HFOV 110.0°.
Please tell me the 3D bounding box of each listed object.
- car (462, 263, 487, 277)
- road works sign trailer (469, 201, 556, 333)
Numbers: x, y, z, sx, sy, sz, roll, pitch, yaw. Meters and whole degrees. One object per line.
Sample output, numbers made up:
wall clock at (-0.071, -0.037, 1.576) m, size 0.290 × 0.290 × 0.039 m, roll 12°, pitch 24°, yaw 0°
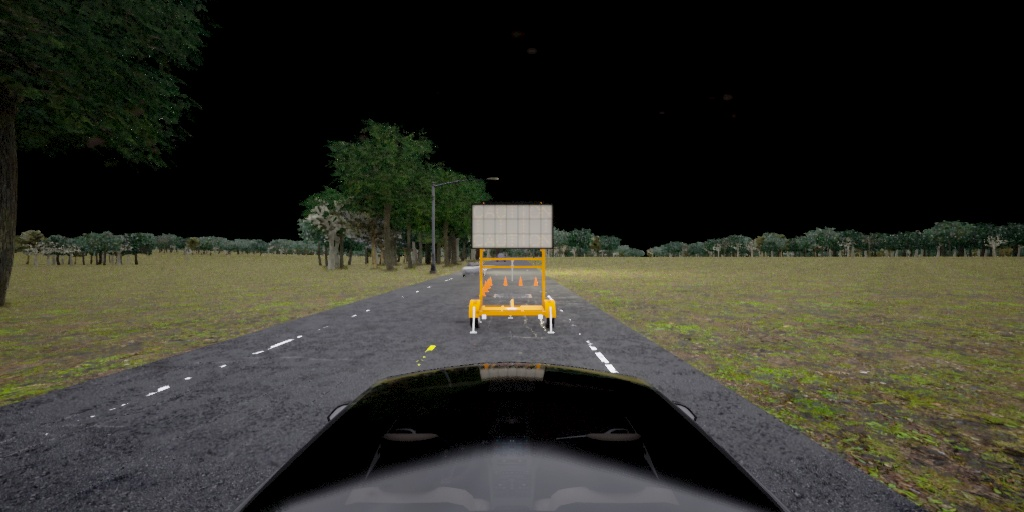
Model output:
car at (-3.473, 1.274, 33.489) m, size 1.895 × 1.301 × 4.718 m, roll 0°, pitch 0°, yaw 0°
road works sign trailer at (0.012, 0.199, 10.614) m, size 2.380 × 3.560 × 2.880 m, roll 0°, pitch 0°, yaw 0°
